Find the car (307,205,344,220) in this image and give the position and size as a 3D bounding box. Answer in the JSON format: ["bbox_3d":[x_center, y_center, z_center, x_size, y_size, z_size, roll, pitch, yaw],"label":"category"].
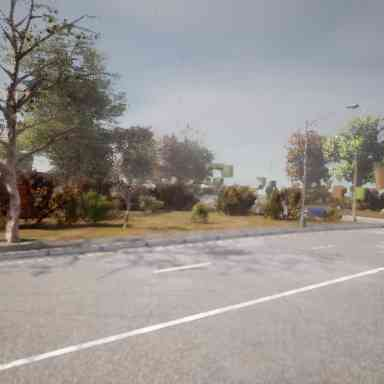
[{"bbox_3d":[16.669,2.464,41.644,2.097,1.767,4.553,4,-2,-22],"label":"car"}]
